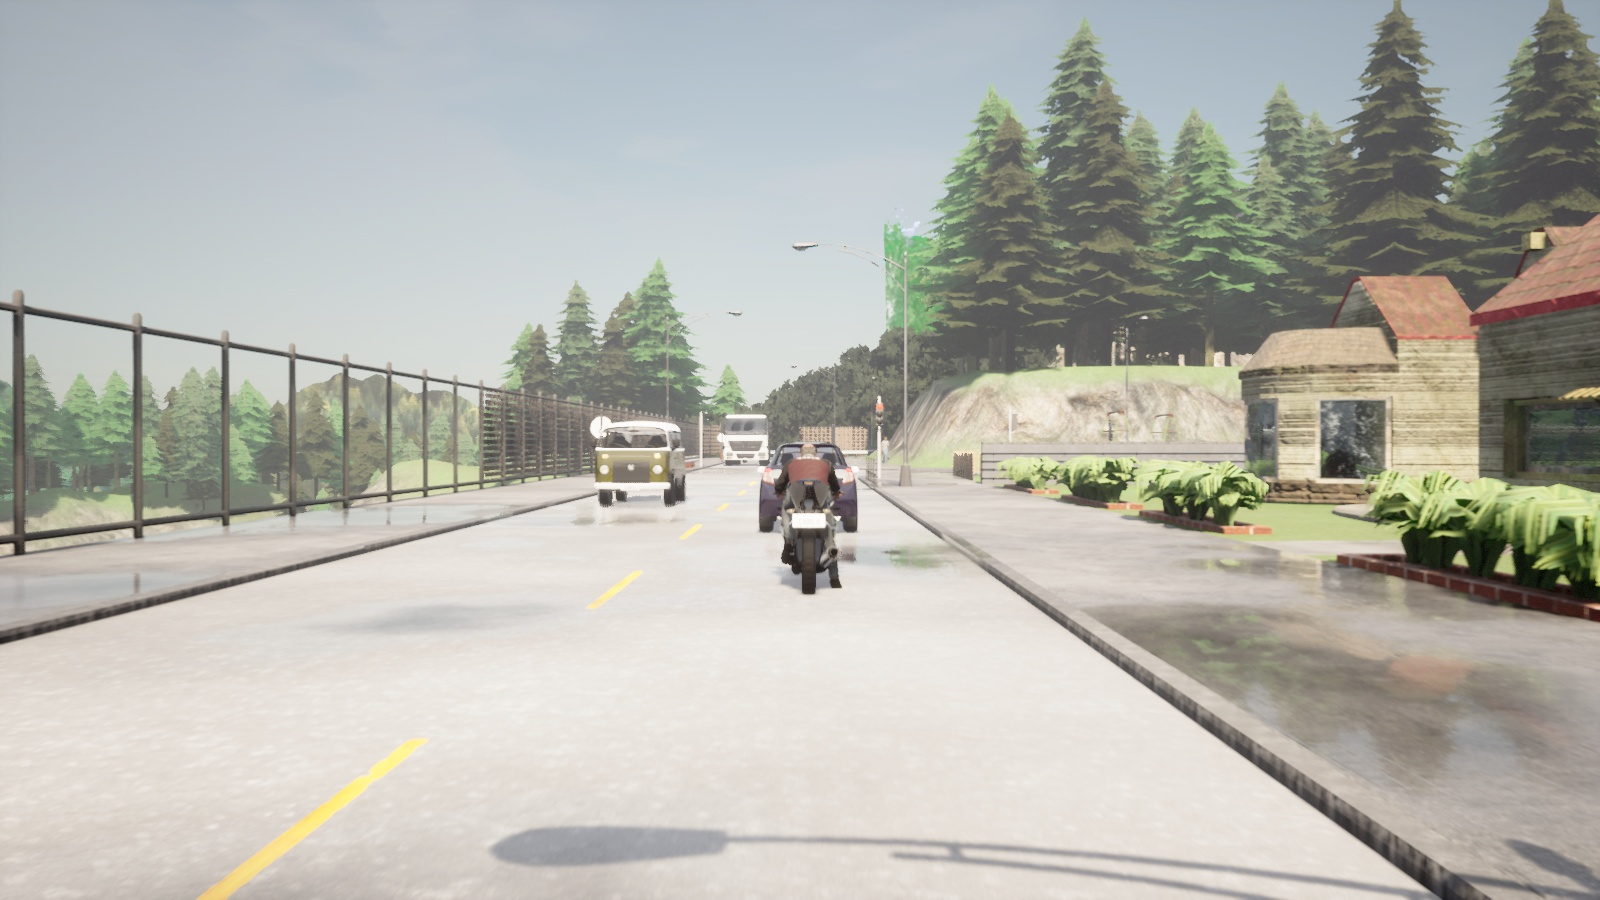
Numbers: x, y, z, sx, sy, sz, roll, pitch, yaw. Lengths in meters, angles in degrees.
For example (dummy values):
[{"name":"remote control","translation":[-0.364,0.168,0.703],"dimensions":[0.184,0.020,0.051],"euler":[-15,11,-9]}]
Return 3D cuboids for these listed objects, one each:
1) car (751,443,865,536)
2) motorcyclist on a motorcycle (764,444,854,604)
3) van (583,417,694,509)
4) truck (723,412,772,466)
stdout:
[{"name":"car","translation":[0.144,0.636,22.131],"dimensions":[1.845,1.501,3.633],"euler":[0,0,0]},{"name":"motorcyclist on a motorcycle","translation":[0.090,0.707,13.176],"dimensions":[0.866,1.530,2.191],"euler":[0,0,0]},{"name":"van","translation":[-3.806,0.300,30.298],"dimensions":[2.069,2.038,4.480],"euler":[0,0,0]},{"name":"truck","translation":[-3.474,-0.715,84.560],"dimensions":[2.891,3.462,7.936],"euler":[0,0,0]}]
